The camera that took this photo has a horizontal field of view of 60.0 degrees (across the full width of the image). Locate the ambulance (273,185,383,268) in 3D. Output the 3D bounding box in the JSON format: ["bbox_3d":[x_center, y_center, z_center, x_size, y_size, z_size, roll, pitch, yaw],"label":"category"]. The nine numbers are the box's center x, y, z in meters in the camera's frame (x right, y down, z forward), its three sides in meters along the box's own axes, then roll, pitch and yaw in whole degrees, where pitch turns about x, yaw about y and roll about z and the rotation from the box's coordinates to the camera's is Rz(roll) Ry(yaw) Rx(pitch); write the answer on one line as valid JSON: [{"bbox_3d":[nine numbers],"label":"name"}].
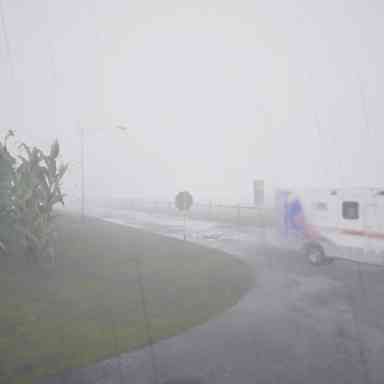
[{"bbox_3d":[5.317,1.044,9.501,2.351,2.431,6.366,-1,0,-29],"label":"ambulance"}]
